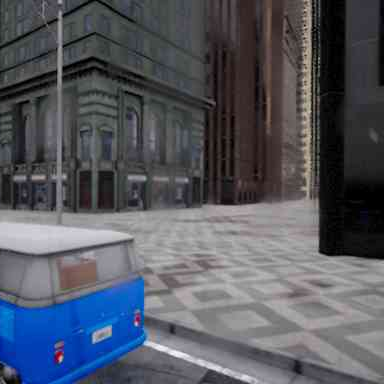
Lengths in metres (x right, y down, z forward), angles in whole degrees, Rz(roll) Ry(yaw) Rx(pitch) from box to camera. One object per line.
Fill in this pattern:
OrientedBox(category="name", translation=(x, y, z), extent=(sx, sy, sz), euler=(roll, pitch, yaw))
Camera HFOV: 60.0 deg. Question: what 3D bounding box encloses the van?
OrientedBox(category="van", translation=(-2.511, 1.365, 4.806), extent=(3.998, 1.788, 1.690), euler=(0, 1, 36))
